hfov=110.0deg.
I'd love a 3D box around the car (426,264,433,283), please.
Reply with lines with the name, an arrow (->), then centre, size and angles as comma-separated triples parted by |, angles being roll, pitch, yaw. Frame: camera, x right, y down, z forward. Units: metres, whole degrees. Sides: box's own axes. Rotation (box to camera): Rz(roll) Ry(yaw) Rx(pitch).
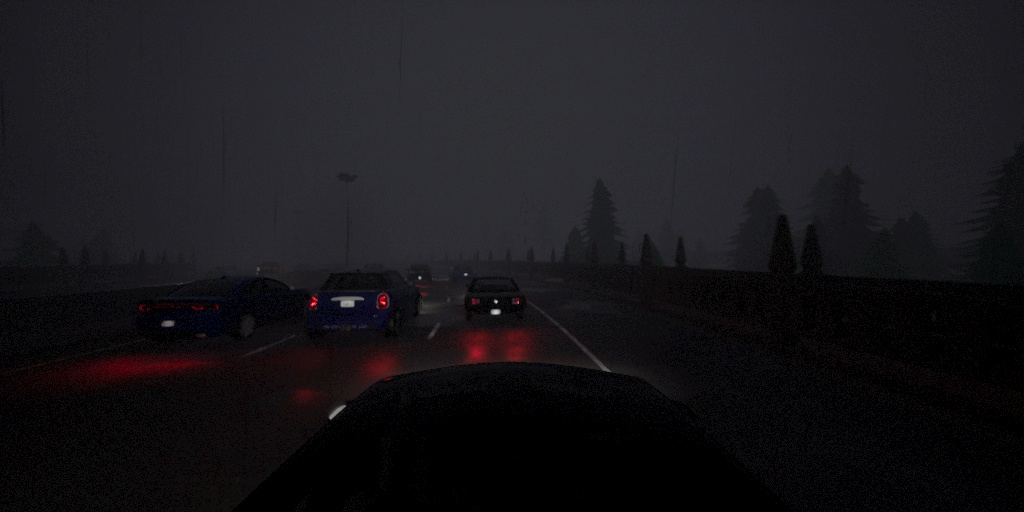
car -> -7.509, 1.380, 29.013 | 1.837, 1.490, 4.892 | 0, 0, -16

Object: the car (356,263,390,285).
car -> -11.181, 1.390, 29.138 | 2.128, 1.511, 4.902 | 0, 0, -16

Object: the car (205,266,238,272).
car -> -28.624, 1.650, 35.599 | 1.895, 1.301, 4.718 | 0, 0, -24

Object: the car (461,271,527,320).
car -> -0.714, 1.384, 12.869 | 1.895, 1.301, 4.718 | 0, 0, -6

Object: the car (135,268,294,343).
car -> -7.475, 1.282, 10.025 | 1.882, 1.535, 5.008 | 0, 0, -5

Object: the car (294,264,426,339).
car -> -4.021, 1.142, 10.468 | 2.097, 1.767, 4.553 | 0, 0, -5

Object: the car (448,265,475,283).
car -> -4.134, 1.424, 29.857 | 1.994, 1.385, 4.181 | 0, 0, -16

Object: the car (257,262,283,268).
car -> -26.616, 1.408, 39.451 | 2.097, 1.767, 4.553 | 0, 0, -26
